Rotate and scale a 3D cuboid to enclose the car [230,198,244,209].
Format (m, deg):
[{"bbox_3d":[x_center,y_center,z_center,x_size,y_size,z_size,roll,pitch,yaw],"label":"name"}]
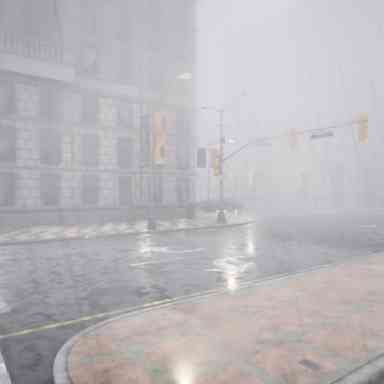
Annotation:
[{"bbox_3d":[4.887,1.505,44.678,1.837,1.490,4.892,0,0,-36],"label":"car"}]

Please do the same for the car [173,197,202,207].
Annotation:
[{"bbox_3d":[-0.798,1.547,52.624,2.033,1.411,5.357,0,0,-35],"label":"car"}]

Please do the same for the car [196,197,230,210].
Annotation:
[{"bbox_3d":[2.326,1.564,42.245,1.994,1.385,4.181,0,0,-36],"label":"car"}]
